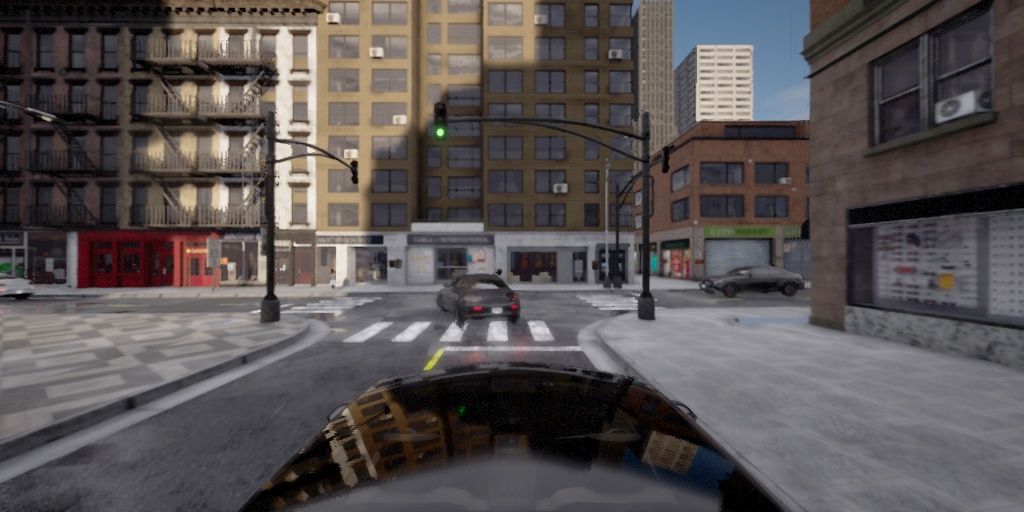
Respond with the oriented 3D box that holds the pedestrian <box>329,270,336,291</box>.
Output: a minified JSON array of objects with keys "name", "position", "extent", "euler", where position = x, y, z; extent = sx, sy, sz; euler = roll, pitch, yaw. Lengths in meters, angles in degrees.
[{"name":"pedestrian","position":[-10.147,1.015,20.302],"extent":[0.375,1.860,0.375],"euler":[0,0,-1]}]

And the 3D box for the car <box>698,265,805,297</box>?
[{"name":"car","position":[11.633,1.192,17.529],"extent":[4.674,1.442,1.812],"euler":[-1,0,-2]}]

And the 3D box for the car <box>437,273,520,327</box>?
[{"name":"car","position":[-1.196,1.293,11.734],"extent":[1.812,1.442,4.674],"euler":[0,0,-20]}]

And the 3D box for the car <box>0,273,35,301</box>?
[{"name":"car","position":[-25.768,1.497,17.075],"extent":[4.674,1.442,1.812],"euler":[0,0,0]}]
